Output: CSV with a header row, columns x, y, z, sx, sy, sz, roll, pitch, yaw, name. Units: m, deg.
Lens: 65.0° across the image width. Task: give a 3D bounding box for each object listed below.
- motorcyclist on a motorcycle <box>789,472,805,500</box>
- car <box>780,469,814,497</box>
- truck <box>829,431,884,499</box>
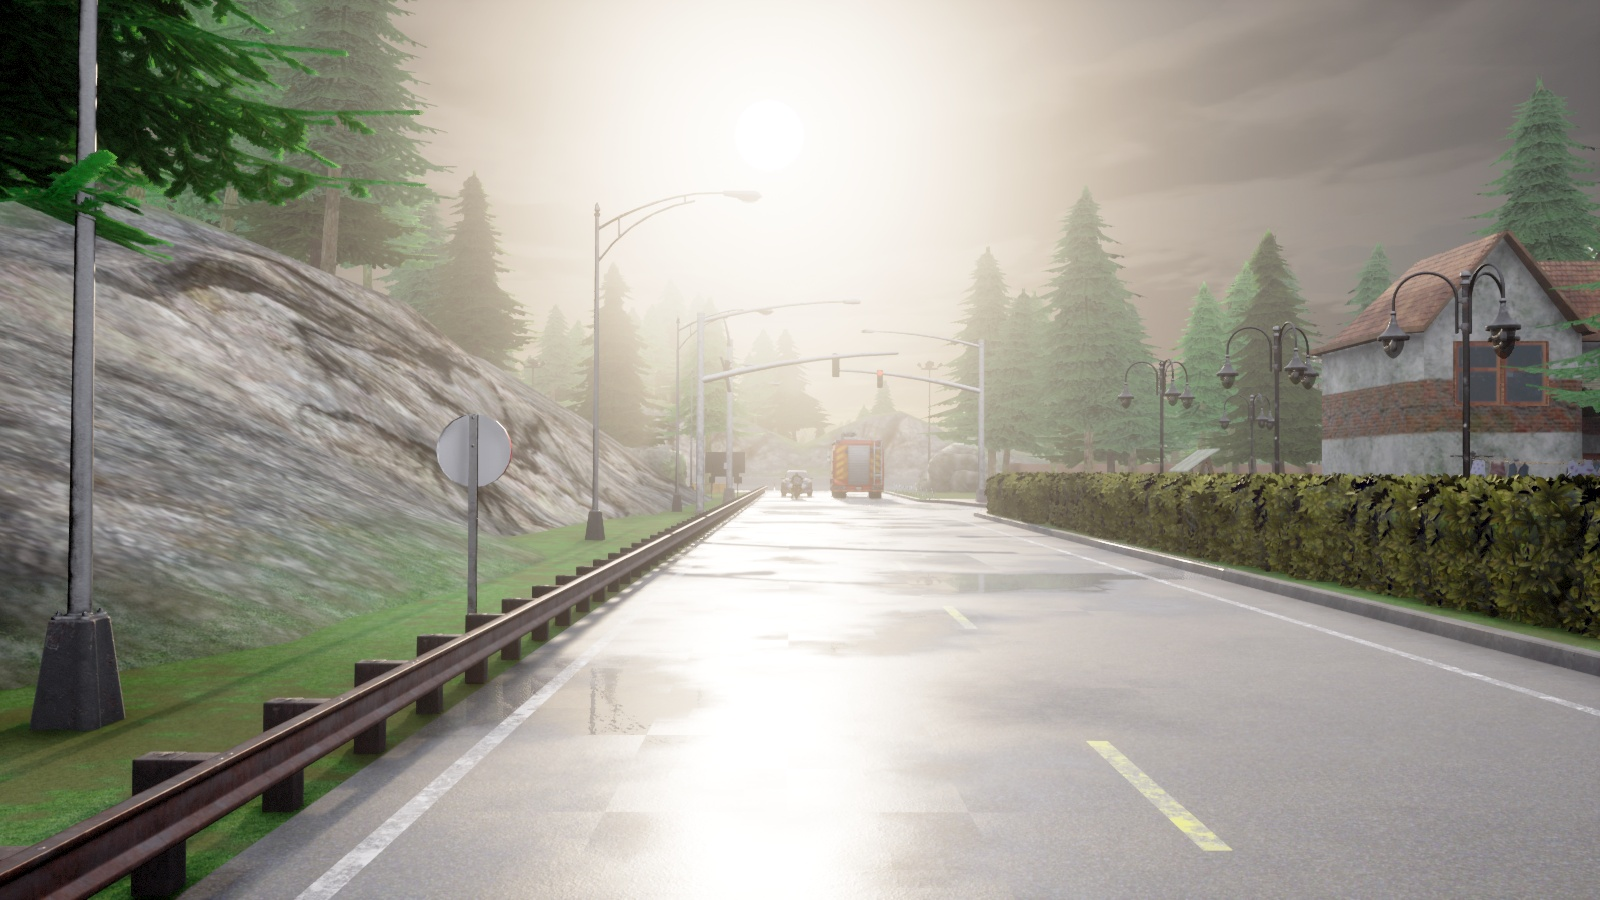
x,y,z,sx,sy,sz,roll,pitch,yaw,name
-0.166,2.027,70.237,0.866,1.530,2.191,0,-1,0,motorcyclist on a motorcycle
-0.185,2.055,78.266,2.033,1.649,4.856,0,0,0,car
3.317,0.899,75.342,2.891,3.827,8.468,0,-1,0,truck
